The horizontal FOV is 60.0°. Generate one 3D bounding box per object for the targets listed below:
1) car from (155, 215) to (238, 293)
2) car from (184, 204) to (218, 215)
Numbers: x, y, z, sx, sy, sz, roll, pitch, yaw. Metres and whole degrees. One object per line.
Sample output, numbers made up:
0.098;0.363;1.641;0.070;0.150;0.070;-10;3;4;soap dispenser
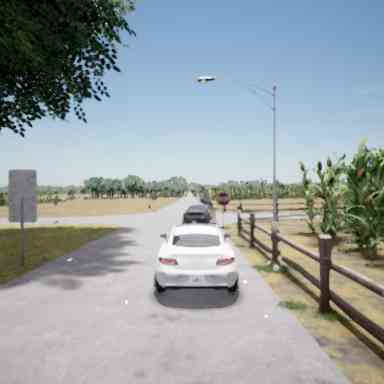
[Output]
0.097;1.559;8.853;1.812;1.442;4.674;0;0;0;car
0.620;1.631;23.437;1.837;1.490;4.892;-1;0;11;car
